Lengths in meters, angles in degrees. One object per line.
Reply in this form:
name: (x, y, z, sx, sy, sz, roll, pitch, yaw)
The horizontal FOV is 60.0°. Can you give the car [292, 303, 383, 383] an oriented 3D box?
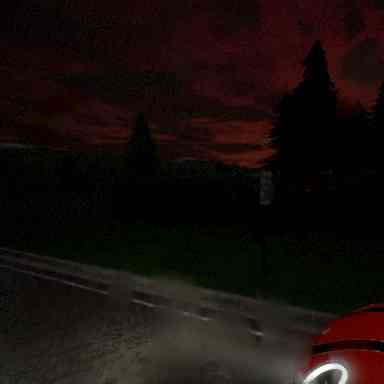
car: (2.918, 1.354, 1.928, 4.553, 1.767, 2.097, 0, 0, 35)
